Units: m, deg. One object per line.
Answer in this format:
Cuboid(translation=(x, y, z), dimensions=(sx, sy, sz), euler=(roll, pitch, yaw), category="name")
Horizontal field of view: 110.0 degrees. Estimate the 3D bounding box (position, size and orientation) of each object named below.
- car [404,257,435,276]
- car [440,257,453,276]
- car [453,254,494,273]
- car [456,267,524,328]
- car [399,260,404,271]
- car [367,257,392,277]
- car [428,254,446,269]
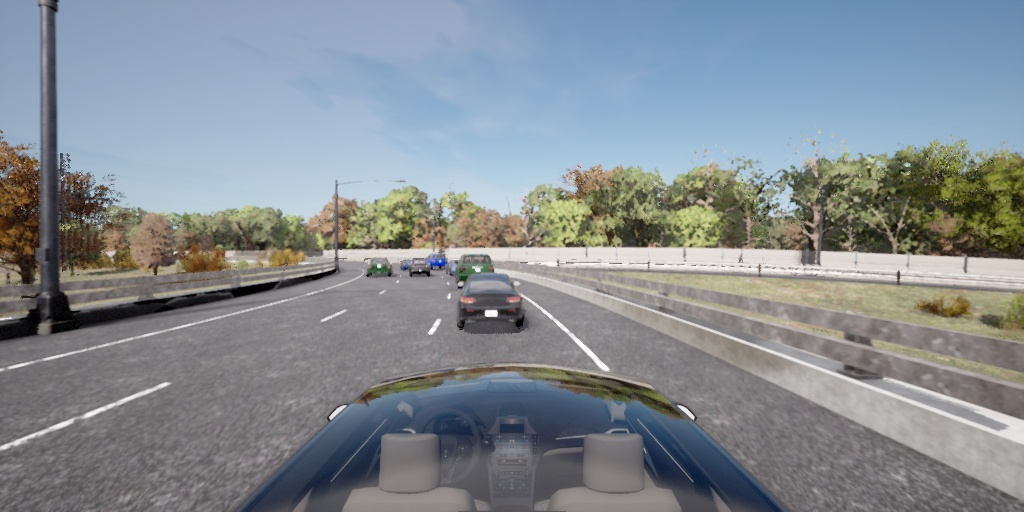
Cuboid(translation=(-8.858, 1.080, 34.092), dimensions=(2.128, 1.511, 4.902), euler=(0, 0, -17), category="car")
Cuboid(translation=(-5.351, 1.130, 34.619), dimensions=(2.033, 1.411, 5.357), euler=(0, 0, -17), category="car")
Cuboid(translation=(-2.411, 0.865, 22.770), dimensions=(2.150, 2.045, 5.566), euler=(0, 1, -10), category="car")
Cuboid(translation=(-0.701, 1.227, 11.080), dimensions=(1.812, 1.442, 4.674), euler=(0, 0, -5), category="car")
Cuboid(translation=(-12.861, 1.101, 44.610), dimensions=(1.994, 1.385, 4.181), euler=(0, 0, -23), category="car")
Cuboid(translation=(-12.418, 0.947, 33.699), dimensions=(2.097, 1.767, 4.553), euler=(0, 0, -18), category="car")
Cuboid(translation=(-9.953, 0.744, 46.724), dimensions=(2.150, 2.045, 5.566), euler=(0, 0, -24), category="car")
